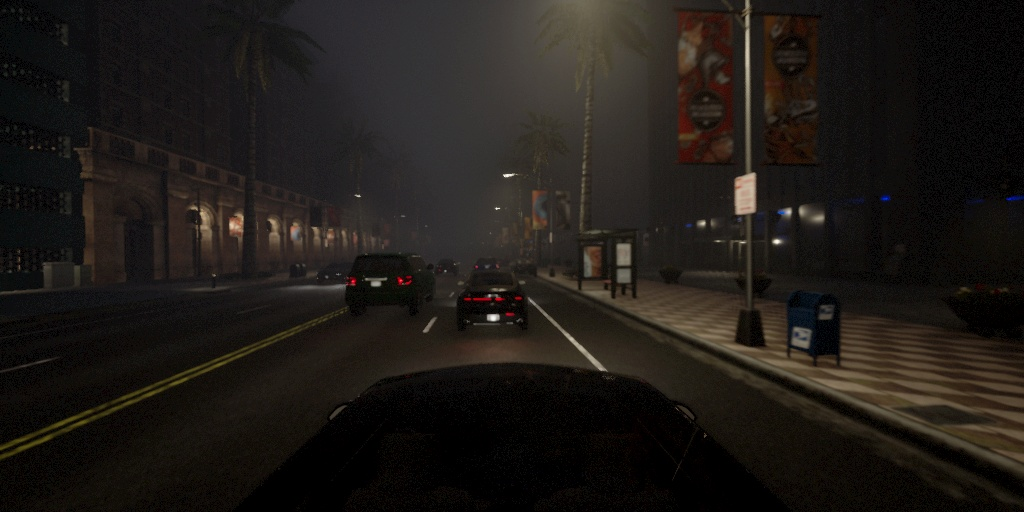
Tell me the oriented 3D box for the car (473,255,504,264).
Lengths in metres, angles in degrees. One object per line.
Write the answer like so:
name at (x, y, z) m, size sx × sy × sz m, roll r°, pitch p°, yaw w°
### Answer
car at (-2.041, 0.851, 28.976) m, size 2.097 × 1.767 × 4.553 m, roll -1°, pitch 1°, yaw -5°

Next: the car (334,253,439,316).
car at (-4.255, 0.898, 13.331) m, size 2.150 × 2.045 × 5.566 m, roll -1°, pitch 1°, yaw -5°

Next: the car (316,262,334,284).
car at (-12.433, 1.150, 26.102) m, size 1.837 × 1.490 × 4.892 m, roll -1°, pitch 0°, yaw -5°

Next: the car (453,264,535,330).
car at (-0.598, 1.170, 10.826) m, size 1.837 × 1.490 × 4.892 m, roll 0°, pitch 1°, yaw -4°

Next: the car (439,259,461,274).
car at (-5.888, 1.002, 33.017) m, size 1.837 × 1.490 × 4.892 m, roll -1°, pitch 1°, yaw -5°
